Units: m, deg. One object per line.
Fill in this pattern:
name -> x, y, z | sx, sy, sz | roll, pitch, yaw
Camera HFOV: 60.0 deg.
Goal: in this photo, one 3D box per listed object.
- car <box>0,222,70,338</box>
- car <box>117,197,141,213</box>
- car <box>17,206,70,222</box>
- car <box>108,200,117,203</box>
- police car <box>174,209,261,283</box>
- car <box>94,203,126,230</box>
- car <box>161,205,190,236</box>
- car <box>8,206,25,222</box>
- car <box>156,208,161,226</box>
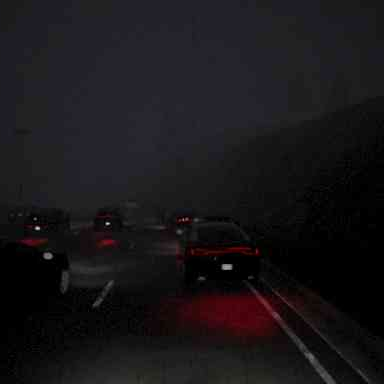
car -> -3.672, 1.545, 5.692 | 1.882, 1.535, 5.008 | 0, -1, -2
car -> -8.561, 1.748, 46.421 | 2.150, 2.045, 5.566 | 0, -1, -21
car -> -8.847, 1.742, 20.602 | 1.837, 1.490, 4.892 | 0, -1, -9
car -> -14.016, 2.204, 59.677 | 1.812, 1.442, 4.674 | 0, -1, -28
police car -> 0.596, 1.541, 10.202 | 1.930, 1.638, 5.238 | 0, -1, -5
car -> -5.873, 1.775, 23.702 | 1.837, 1.490, 4.892 | 0, -1, -11
car -> -0.617, 1.734, 20.224 | 1.837, 1.490, 4.892 | 0, -1, -9
car -> -13.964, 1.874, 28.308 | 2.033, 1.411, 5.357 | 0, -1, -14
car -> -1.712, 1.774, 26.250 | 1.882, 1.535, 5.008 | 0, -1, -12
